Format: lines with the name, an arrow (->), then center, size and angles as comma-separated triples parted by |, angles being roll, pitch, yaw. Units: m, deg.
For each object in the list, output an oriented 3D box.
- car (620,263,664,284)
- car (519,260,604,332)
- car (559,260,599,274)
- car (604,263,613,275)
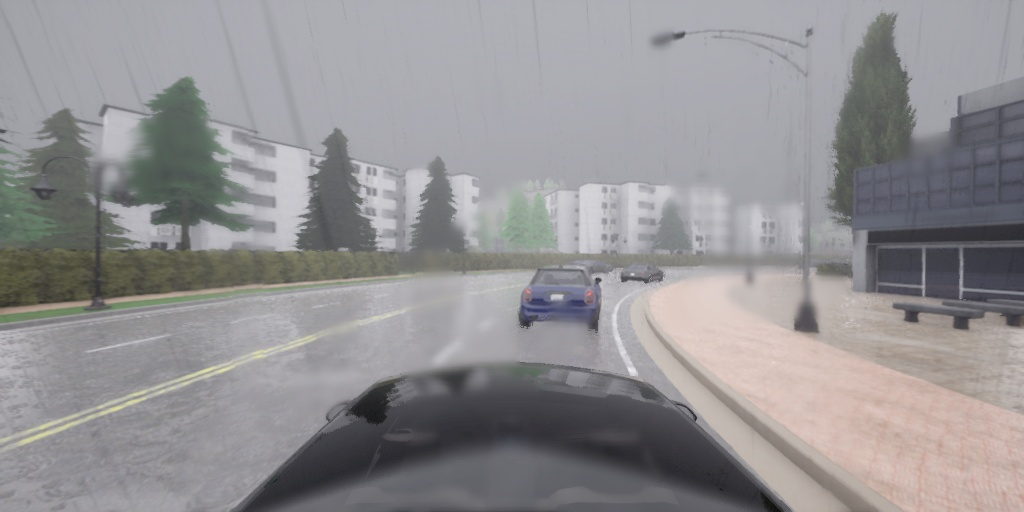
car -> 9.427, 1.211, 25.780 | 1.994, 1.385, 4.181 | 1, 0, 39
car -> 1.650, 1.047, 11.025 | 2.097, 1.767, 4.553 | 1, 0, 14
car -> 7.259, 1.103, 38.542 | 4.181, 1.385, 1.994 | 0, 0, -39
car -> 7.594, 1.119, 34.420 | 5.357, 1.411, 2.033 | 0, 1, -43
